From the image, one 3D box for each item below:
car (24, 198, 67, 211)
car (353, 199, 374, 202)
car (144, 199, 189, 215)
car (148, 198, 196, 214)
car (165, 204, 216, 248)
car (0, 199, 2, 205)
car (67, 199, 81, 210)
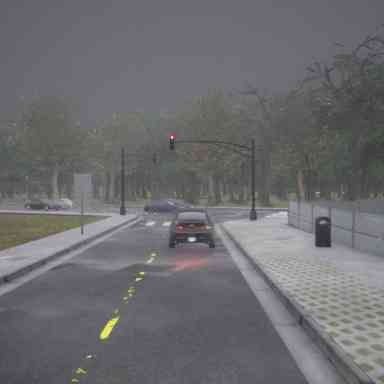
[{"bbox_3d":[-17.773,1.512,39.677,4.892,1.490,1.837,0,0,23],"label":"car"},{"bbox_3d":[16.206,1.466,32.282,4.902,1.511,2.128,0,0,22],"label":"car"},{"bbox_3d":[-2.557,1.516,33.111,4.674,1.442,1.812,0,0,23],"label":"car"},{"bbox_3d":[-2.186,1.492,36.491,4.902,1.511,2.128,0,0,23],"label":"car"},{"bbox_3d":[0.001,1.508,14.736,1.837,1.490,4.892,0,0,0],"label":"car"},{"bbox_3d":[-35.346,1.554,58.036,4.902,1.511,2.128,0,0,24],"label":"car"},{"bbox_3d":[-16.402,1.545,42.625,4.674,1.442,1.812,0,0,23],"label":"car"}]
